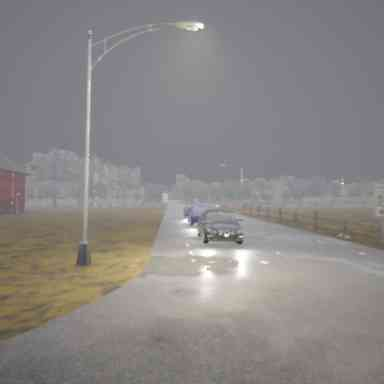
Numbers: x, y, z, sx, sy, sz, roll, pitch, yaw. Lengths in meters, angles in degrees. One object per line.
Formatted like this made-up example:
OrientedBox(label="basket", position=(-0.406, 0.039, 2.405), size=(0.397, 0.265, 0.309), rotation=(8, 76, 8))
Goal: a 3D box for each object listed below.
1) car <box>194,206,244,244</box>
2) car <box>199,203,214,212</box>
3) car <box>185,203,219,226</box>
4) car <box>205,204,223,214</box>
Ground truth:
OrientedBox(label="car", position=(1.375, 1.705, 16.993), size=(1.837, 1.490, 4.892), rotation=(1, -1, -4))
OrientedBox(label="car", position=(2.460, 2.575, 57.122), size=(2.033, 1.411, 5.357), rotation=(1, -1, -4))
OrientedBox(label="car", position=(0.749, 1.839, 26.972), size=(1.882, 1.535, 5.008), rotation=(1, -1, -4))
OrientedBox(label="car", position=(3.087, 2.378, 47.140), size=(1.994, 1.385, 4.181), rotation=(1, -1, -4))
